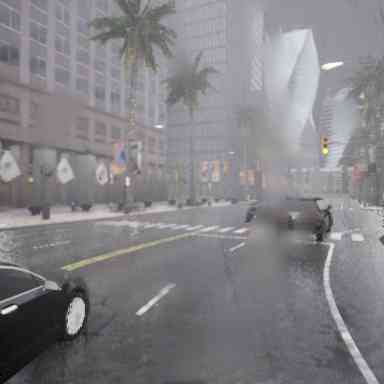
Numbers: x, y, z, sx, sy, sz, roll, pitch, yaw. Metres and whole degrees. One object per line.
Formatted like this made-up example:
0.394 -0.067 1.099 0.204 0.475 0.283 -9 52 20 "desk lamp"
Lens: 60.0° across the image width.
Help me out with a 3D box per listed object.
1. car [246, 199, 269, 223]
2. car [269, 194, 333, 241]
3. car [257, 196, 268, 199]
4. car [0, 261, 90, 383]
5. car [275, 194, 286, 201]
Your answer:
5.473 1.515 25.381 1.837 1.490 4.892 1 0 24 "car"
5.946 1.251 17.429 2.150 2.045 5.566 0 0 28 "car"
15.006 1.541 70.783 2.161 1.482 4.786 1 0 24 "car"
-2.833 1.474 3.656 1.837 1.490 4.892 0 0 8 "car"
24.239 1.434 90.677 2.185 1.767 4.553 1 0 24 "car"
